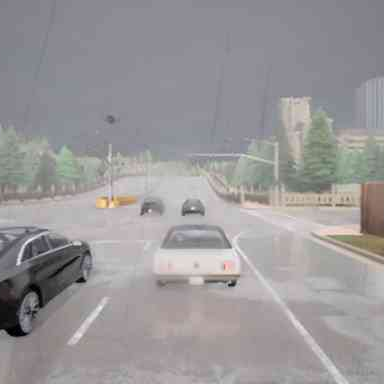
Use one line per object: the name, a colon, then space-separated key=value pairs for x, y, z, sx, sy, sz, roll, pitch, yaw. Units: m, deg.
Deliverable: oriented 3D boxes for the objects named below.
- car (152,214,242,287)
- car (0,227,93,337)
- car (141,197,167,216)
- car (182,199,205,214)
car: x=0.098 y=1.522 z=9.047 sx=1.895 sy=1.301 sz=4.718 roll=0 pitch=0 yaw=0
car: x=-3.400 y=1.434 z=6.504 sx=2.128 sy=1.511 sz=4.902 roll=0 pitch=0 yaw=0
car: x=-3.404 y=1.250 z=29.705 sx=1.837 sy=1.490 sz=4.892 roll=0 pitch=1 yaw=0
car: x=0.096 y=1.308 z=29.675 sx=1.994 sy=1.385 sz=4.181 roll=0 pitch=0 yaw=0
